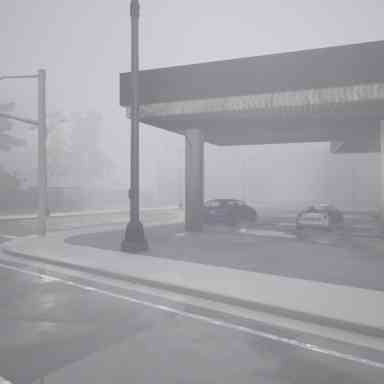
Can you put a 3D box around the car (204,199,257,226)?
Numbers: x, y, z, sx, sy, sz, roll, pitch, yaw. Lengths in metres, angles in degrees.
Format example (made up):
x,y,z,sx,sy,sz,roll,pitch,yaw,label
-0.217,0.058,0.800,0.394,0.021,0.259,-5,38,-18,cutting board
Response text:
x,y,z,sx,sy,sz,roll,pitch,yaw,label
2.624,1.295,22.607,2.242,1.667,4.611,0,0,37,car

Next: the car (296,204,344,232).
x,y,z,sx,sy,sz,roll,pitch,yaw,label
7.698,1.456,19.805,1.970,1.475,3.806,0,0,37,car
